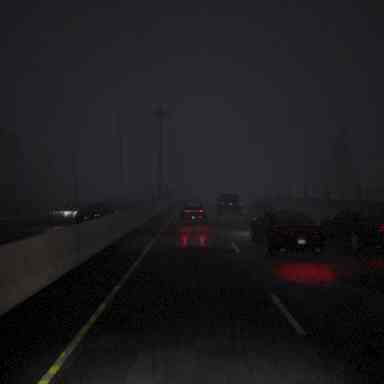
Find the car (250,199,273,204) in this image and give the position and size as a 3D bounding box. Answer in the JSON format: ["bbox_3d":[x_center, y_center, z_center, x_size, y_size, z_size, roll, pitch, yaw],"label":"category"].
[{"bbox_3d":[7.096,1.477,33.879,1.882,1.535,5.008,0,0,0],"label":"car"}]

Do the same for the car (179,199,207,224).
[{"bbox_3d":[0.097,1.490,24.657,2.128,1.511,4.902,0,0,0],"label":"car"}]

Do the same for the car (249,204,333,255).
[{"bbox_3d":[3.598,1.477,13.380,1.882,1.535,5.008,0,0,0],"label":"car"}]

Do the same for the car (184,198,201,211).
[{"bbox_3d":[0.095,1.546,42.582,2.033,1.411,5.357,0,0,0],"label":"car"}]

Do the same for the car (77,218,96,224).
[{"bbox_3d":[-7.102,1.504,24.597,1.837,1.490,4.892,0,0,0],"label":"car"}]

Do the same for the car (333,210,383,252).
[{"bbox_3d":[7.098,1.477,14.007,1.882,1.535,5.008,0,0,0],"label":"car"}]

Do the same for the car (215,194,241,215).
[{"bbox_3d":[3.597,1.221,33.499,2.150,2.045,5.566,0,0,0],"label":"car"}]
